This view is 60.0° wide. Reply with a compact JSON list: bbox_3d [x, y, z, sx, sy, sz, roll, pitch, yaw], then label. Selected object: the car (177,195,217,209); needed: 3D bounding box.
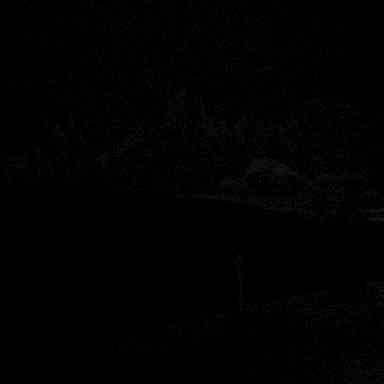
[{"bbox_3d":[1.008,1.196,44.553,4.902,1.511,2.128,0,1,29],"label":"car"}]
